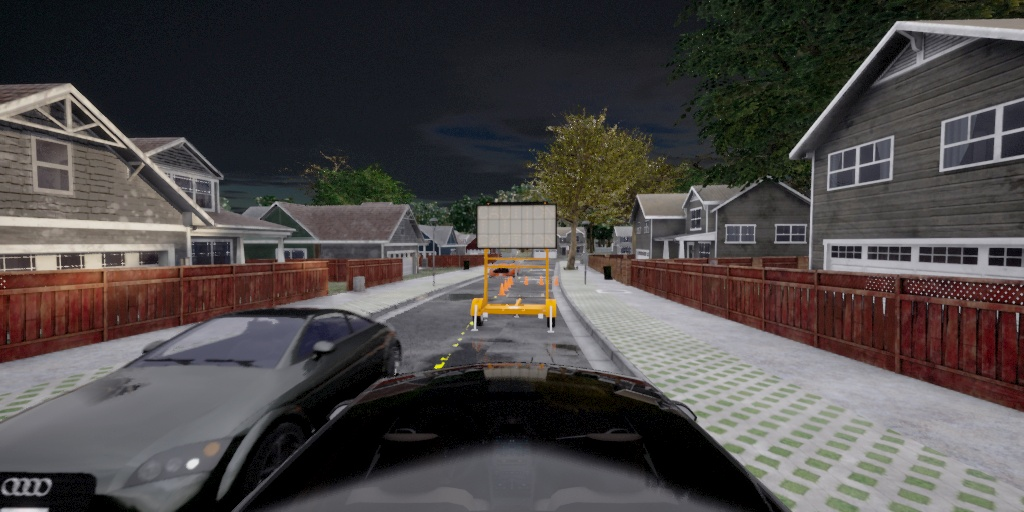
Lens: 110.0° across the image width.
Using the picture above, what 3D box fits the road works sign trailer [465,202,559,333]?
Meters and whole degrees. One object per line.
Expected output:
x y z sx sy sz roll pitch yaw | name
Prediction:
0.144 0.191 10.777 2.380 3.560 2.880 0 0 5 | road works sign trailer

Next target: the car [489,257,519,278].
-0.621 0.911 30.631 2.097 1.767 4.553 0 1 7 | car

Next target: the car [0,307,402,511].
-2.750 1.310 4.029 1.994 1.385 4.181 0 0 1 | car
